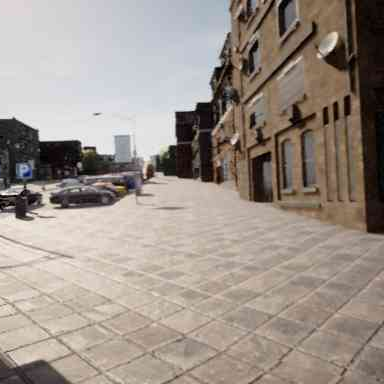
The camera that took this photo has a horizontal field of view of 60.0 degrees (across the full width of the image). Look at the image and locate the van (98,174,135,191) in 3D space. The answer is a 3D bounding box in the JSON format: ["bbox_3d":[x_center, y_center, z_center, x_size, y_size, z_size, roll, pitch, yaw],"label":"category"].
[{"bbox_3d":[-9.933,-1.350,43.916,4.442,1.987,1.878,-3,5,-24],"label":"van"}]

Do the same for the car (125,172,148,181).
[{"bbox_3d":[-11.888,-3.353,71.246,4.553,1.767,2.185,-3,5,-24],"label":"car"}]

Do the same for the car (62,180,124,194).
[{"bbox_3d":[-8.661,0.073,28.849,4.674,1.452,2.002,-3,5,-24],"label":"car"}]

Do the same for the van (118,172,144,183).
[{"bbox_3d":[-11.323,-2.748,62.084,4.442,1.987,1.878,-3,5,-24],"label":"van"}]

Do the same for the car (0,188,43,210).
[{"bbox_3d":[-13.257,0.449,25.930,2.128,1.511,4.902,-3,5,-5],"label":"car"}]

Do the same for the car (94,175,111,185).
[{"bbox_3d":[-15.948,-2.140,59.458,1.882,1.535,5.008,-3,5,-4],"label":"car"}]

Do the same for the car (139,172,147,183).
[{"bbox_3d":[-10.268,-1.850,50.038,5.566,2.045,2.435,-3,5,-24],"label":"car"}]

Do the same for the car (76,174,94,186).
[{"bbox_3d":[-19.349,-2.203,60.306,2.097,1.767,4.553,-3,5,-4],"label":"car"}]

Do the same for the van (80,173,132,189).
[{"bbox_3d":[-9.027,-0.665,34.935,4.442,1.987,1.878,-3,5,-24],"label":"van"}]

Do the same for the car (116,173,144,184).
[{"bbox_3d":[-11.014,-2.420,59.107,4.553,1.767,2.185,-3,5,-24],"label":"car"}]

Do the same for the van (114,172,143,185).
[{"bbox_3d":[-10.651,-2.295,56.132,4.442,1.987,1.878,-3,5,-24],"label":"van"}]

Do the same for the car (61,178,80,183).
[{"bbox_3d":[-14.505,-0.632,40.983,1.994,1.385,4.181,-3,5,-4],"label":"car"}]

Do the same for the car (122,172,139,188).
[{"bbox_3d":[-9.389,-0.914,37.894,5.566,2.045,2.435,-3,5,-24],"label":"car"}]

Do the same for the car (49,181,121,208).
[{"bbox_3d":[-8.441,0.267,25.821,4.892,1.521,2.231,-3,5,-24],"label":"car"}]

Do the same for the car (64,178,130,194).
[{"bbox_3d":[-9.064,-0.193,31.797,5.366,1.575,1.946,-3,5,-24],"label":"car"}]
